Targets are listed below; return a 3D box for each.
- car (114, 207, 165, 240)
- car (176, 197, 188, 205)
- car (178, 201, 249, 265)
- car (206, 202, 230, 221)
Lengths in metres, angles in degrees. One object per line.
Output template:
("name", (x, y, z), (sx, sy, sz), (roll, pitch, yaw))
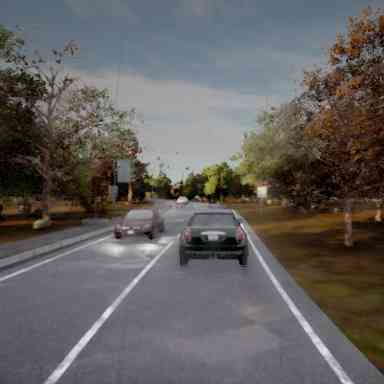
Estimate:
("car", (-2.537, 1.543, 17.208), (1.812, 1.442, 4.674), (0, 0, 5))
("car", (-1.629, 1.539, 58.581), (1.812, 1.442, 4.674), (1, 0, -6))
("car", (0.774, 1.349, 11.818), (2.097, 1.767, 4.553), (0, 0, 4))
("car", (2.216, 1.610, 28.630), (1.895, 1.301, 4.718), (0, 0, 5))
